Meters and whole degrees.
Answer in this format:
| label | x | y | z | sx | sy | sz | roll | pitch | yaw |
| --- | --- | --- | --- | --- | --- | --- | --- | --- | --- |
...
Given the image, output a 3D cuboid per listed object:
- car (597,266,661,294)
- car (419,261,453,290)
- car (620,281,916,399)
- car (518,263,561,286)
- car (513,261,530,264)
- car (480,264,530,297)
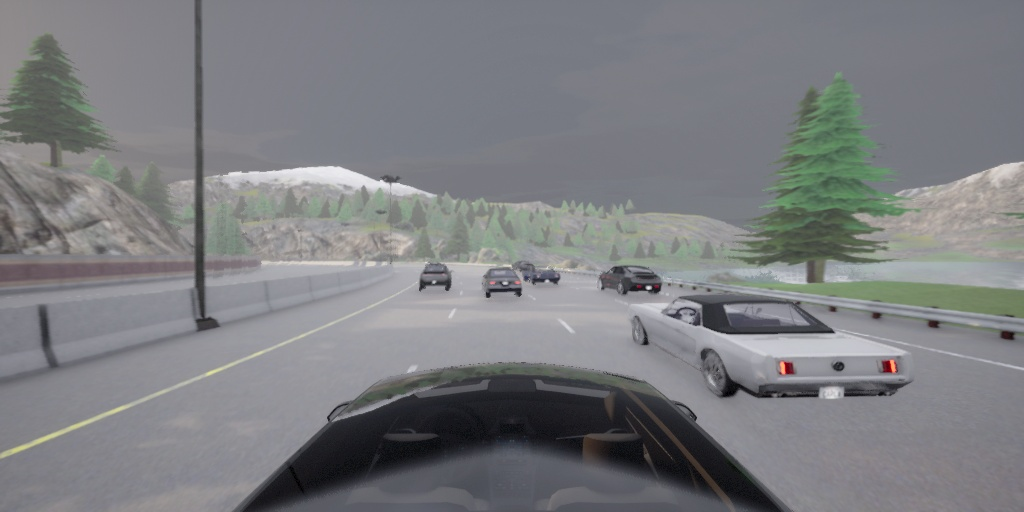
| label | x | y | z | sx | sy | sz | roll | pitch | yaw |
| --- | --- | --- | --- | --- | --- | --- | --- | --- | --- |
| car | 6.151 | 1.240 | 19.304 | 1.837 | 1.490 | 4.892 | 1 | 0 | -7 |
| car | -4.882 | 1.325 | 23.178 | 2.128 | 1.511 | 4.902 | 0 | 0 | -9 |
| car | 3.716 | 1.330 | 6.447 | 1.895 | 1.301 | 4.718 | 0 | 0 | -1 |
| car | 1.986 | 1.383 | 26.210 | 1.895 | 1.301 | 4.718 | 0 | 0 | -10 |
| car | 1.238 | 1.332 | 45.218 | 1.837 | 1.490 | 4.892 | 1 | 0 | -16 |
| car | -0.660 | 1.338 | 19.493 | 2.033 | 1.411 | 5.357 | 0 | 0 | -8 |
